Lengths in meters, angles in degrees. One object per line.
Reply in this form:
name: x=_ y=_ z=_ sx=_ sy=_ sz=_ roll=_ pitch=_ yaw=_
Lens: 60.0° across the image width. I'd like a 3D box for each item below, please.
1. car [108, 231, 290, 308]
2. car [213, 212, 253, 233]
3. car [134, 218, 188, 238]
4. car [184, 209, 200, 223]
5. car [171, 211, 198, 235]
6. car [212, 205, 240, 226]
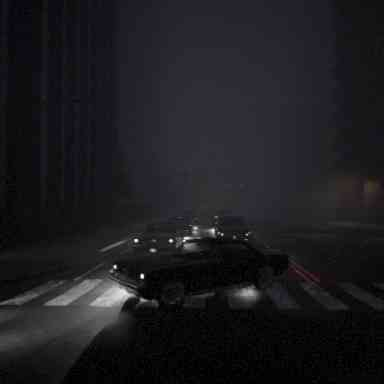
car: x=0.319 y=1.906 z=8.685 sx=4.718 sy=1.301 sz=1.895 roll=2 pitch=-3 yaw=-35
car: x=2.271 y=2.124 z=18.923 sx=1.837 sy=1.490 sz=4.892 roll=0 pitch=-2 yaw=4
car: x=-1.434 y=2.135 z=15.745 sx=1.895 sy=1.301 sz=4.718 roll=0 pitch=-2 yaw=4
car: x=-0.208 y=2.615 z=34.983 sx=1.837 sy=1.490 sz=4.892 roll=0 pitch=-2 yaw=4
car: x=-0.884 y=2.360 z=24.499 sx=1.994 sy=1.385 sz=4.181 roll=0 pitch=-2 yaw=4
car: x=3.069 y=2.347 z=31.498 sx=2.097 sy=1.767 sz=4.553 roll=0 pitch=-2 yaw=4
